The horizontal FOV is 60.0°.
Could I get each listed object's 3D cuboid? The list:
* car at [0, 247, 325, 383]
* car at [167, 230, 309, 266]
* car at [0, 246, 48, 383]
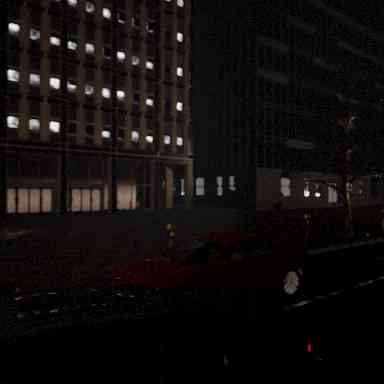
[{"bbox_3d":[-1.239,1.547,2.473,5.357,1.411,2.033,0,0,-35],"label":"car"},{"bbox_3d":[0.561,1.535,6.949,4.507,1.381,1.887,0,1,-35],"label":"car"},{"bbox_3d":[-4.034,1.585,3.673,4.206,1.307,1.802,0,1,-35],"label":"car"}]
